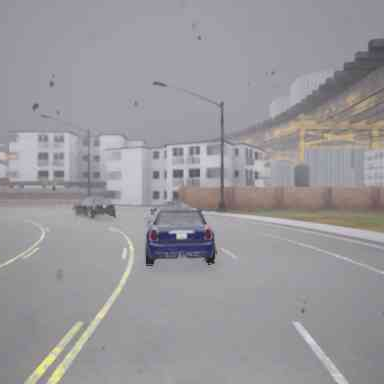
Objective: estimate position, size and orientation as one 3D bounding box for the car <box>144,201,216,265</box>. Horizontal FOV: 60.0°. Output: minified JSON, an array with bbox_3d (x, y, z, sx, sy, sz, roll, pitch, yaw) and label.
[{"bbox_3d":[-0.579,1.278,11.634,2.097,1.767,4.553,0,0,-8],"label":"car"}]

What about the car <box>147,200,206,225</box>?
[{"bbox_3d":[-1.277,1.396,24.353,2.033,1.411,5.357,0,0,-30],"label":"car"}]

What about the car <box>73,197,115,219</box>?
[{"bbox_3d":[-8.274,1.179,27.871,2.097,1.767,4.553,0,1,-40],"label":"car"}]
